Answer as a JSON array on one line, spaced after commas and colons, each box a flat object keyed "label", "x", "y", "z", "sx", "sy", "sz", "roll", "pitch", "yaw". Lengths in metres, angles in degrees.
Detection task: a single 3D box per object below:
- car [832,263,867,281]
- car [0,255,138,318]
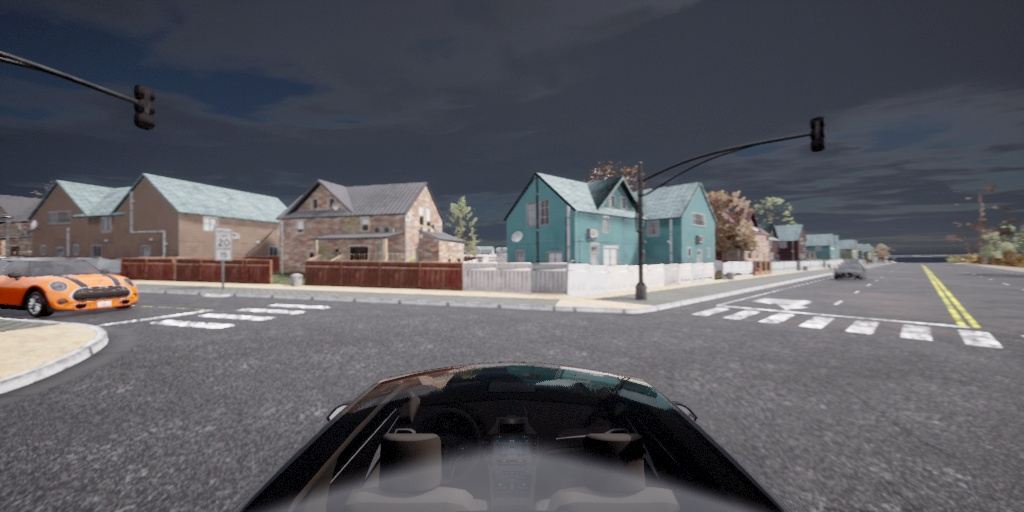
[{"label": "car", "x": 29.770, "y": 1.363, "z": 31.560, "sx": 4.892, "sy": 1.490, "sz": 1.837, "roll": 0, "pitch": 0, "yaw": -42}, {"label": "car", "x": -14.624, "y": 0.857, "z": 11.463, "sx": 4.553, "sy": 1.767, "sz": 2.097, "roll": 1, "pitch": 0, "yaw": 13}]
